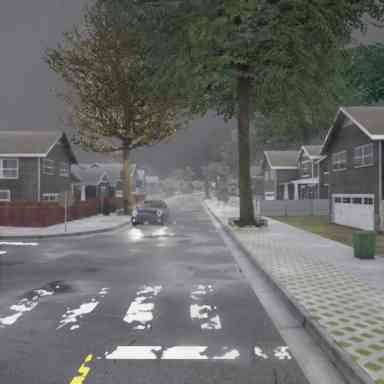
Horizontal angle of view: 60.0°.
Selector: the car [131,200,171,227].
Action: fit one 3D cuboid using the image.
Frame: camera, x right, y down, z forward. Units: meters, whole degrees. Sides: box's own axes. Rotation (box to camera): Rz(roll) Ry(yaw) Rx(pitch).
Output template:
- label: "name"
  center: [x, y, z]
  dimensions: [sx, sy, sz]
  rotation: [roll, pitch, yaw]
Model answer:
- label: "car"
  center: [-2.704, 1.336, 22.876]
  dimensions: [2.097, 1.767, 4.553]
  rotation: [0, 0, 4]
